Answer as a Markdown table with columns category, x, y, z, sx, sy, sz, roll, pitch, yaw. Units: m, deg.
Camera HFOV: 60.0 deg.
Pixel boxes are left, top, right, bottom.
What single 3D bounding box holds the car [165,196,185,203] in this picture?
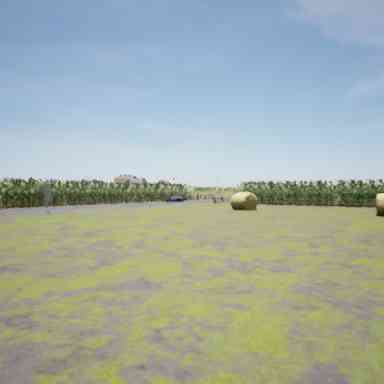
| category | x | y | z | sx | sy | sz | roll | pitch | yaw |
| --- | --- | --- | --- | --- | --- | --- | --- | --- | --- |
| car | -3.386 | 1.487 | 66.458 | 1.895 | 1.301 | 4.718 | 0 | 0 | 31 |
